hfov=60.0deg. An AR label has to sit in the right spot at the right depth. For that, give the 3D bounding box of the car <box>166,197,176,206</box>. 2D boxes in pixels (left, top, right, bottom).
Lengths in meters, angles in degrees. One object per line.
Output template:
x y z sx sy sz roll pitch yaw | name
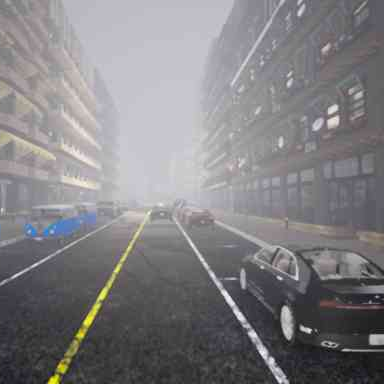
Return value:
-5.034 2.190 77.796 2.192 1.841 5.009 1 -1 -6 | car

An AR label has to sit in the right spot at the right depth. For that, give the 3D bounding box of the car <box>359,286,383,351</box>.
2.635 1.534 0.743 1.887 1.381 4.507 1 -1 -6 | car

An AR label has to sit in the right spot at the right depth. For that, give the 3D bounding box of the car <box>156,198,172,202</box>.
-4.032 1.940 42.727 2.128 1.511 4.902 0 -1 -6 | car

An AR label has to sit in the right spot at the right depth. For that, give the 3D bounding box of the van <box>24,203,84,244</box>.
-6.845 1.541 16.539 1.690 1.788 3.998 1 -1 -6 | van

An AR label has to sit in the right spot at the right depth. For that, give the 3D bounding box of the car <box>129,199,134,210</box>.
-10.123 2.135 49.557 1.947 1.339 4.313 1 -1 -6 | car

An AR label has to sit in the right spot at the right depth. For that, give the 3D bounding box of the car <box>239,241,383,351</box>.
2.089 1.592 6.247 2.008 1.369 4.403 1 -1 -6 | car

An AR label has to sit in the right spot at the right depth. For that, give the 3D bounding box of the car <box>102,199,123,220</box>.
-8.482 1.694 33.050 2.192 1.841 5.009 1 -1 -6 | car

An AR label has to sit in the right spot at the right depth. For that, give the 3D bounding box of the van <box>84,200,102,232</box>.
-7.392 1.600 22.044 1.690 1.788 3.998 1 -1 -6 | van

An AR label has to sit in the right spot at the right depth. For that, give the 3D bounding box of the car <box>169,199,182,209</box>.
-2.853 2.027 55.778 1.967 1.590 4.097 1 -1 -6 | car

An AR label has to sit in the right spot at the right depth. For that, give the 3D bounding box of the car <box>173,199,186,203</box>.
-0.629 1.769 33.767 1.967 1.590 4.097 1 -1 -6 | car

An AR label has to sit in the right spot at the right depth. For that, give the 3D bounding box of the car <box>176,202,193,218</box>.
-0.092 1.813 28.260 1.887 1.381 4.507 1 -1 -6 | car

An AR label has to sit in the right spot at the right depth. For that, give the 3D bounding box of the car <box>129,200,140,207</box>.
-12.305 2.395 71.569 1.887 1.381 4.507 1 -1 -6 | car

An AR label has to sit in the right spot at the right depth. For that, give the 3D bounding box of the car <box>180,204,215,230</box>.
0.453 1.753 22.758 1.887 1.381 4.507 1 -1 -6 | car

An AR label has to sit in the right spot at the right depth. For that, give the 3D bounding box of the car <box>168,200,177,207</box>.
-3.946 2.309 66.784 1.802 1.307 4.206 1 -1 -6 | car

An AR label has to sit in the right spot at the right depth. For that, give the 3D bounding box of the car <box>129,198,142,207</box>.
-11.755 2.092 66.068 2.192 1.841 5.009 1 -1 -6 | car

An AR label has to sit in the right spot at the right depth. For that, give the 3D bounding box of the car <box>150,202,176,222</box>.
-2.761 1.870 30.070 1.994 1.385 4.181 0 -1 -6 | car

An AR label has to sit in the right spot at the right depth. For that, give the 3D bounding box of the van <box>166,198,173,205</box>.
-5.580 2.293 83.300 1.690 1.788 3.998 1 -1 -6 | van

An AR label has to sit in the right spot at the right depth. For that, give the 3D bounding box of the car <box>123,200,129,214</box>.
-9.027 1.756 38.553 2.192 1.841 5.009 1 -1 -6 | car

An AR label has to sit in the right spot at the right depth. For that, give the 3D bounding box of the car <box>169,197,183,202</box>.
-1.760 1.769 44.771 2.192 1.841 5.009 1 -1 -6 | car
